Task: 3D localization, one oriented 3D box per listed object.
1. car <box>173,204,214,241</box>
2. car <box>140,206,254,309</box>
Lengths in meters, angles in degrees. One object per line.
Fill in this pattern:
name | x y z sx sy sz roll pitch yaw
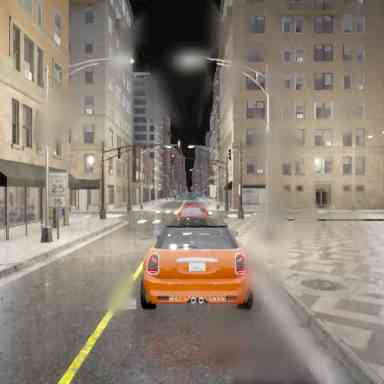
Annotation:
car | 0.070 1.477 17.618 1.882 1.535 5.008 0 0 0
car | 0.083 1.352 8.018 2.097 1.767 4.553 0 0 0
